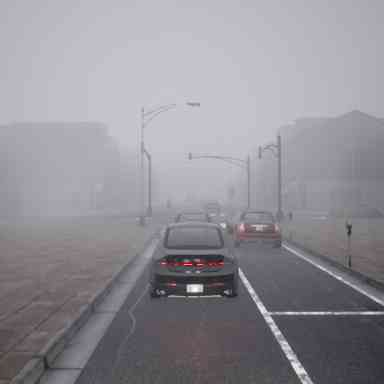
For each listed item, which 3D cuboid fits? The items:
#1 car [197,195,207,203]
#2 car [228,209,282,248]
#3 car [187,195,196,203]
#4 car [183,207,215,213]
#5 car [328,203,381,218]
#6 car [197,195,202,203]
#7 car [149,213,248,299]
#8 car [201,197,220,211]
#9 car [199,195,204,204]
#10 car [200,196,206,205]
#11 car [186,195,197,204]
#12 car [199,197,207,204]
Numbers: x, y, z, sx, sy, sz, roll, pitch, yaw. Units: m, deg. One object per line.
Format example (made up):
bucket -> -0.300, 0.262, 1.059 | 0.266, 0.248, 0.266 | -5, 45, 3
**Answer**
car -> 2.443, 1.735, 79.692 | 2.192, 1.841, 5.009 | 1, -1, 0
car -> 2.620, 1.457, 14.881 | 1.967, 1.590, 4.097 | 2, 0, 0
car -> -0.223, 1.676, 82.581 | 2.150, 2.045, 5.566 | 0, -1, 0
car -> 0.050, 1.620, 16.194 | 1.895, 1.301, 4.718 | 0, 0, 0
car -> 14.484, 1.630, 29.741 | 4.181, 1.385, 1.994 | 0, -2, 0
car -> 2.483, 1.830, 63.376 | 1.947, 1.339, 4.313 | 1, -1, 0
car -> 0.017, 1.512, 8.485 | 1.837, 1.490, 4.892 | 0, 0, -1
car -> 2.543, 1.672, 41.627 | 1.947, 1.339, 4.313 | 1, 0, 0
car -> 2.513, 1.702, 52.671 | 1.752, 1.417, 4.829 | 1, 0, 0
car -> 2.527, 1.705, 47.064 | 1.947, 1.339, 4.313 | 1, 0, 0
car -> -0.181, 1.570, 72.172 | 2.150, 2.045, 5.566 | 0, -1, 0
car -> 2.454, 1.892, 74.421 | 1.752, 1.417, 4.829 | 1, -1, 0
